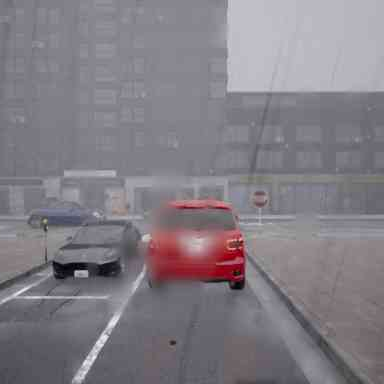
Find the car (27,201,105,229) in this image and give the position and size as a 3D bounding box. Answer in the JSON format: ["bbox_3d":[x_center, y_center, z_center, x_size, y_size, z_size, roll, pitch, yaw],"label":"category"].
[{"bbox_3d":[-7.588,1.366,20.657,4.553,1.767,2.097,0,0,-1],"label":"car"}]

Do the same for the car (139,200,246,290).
[{"bbox_3d":[0.132,1.221,9.230,2.150,2.045,5.566,0,0,1],"label":"car"}]

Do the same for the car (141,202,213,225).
[{"bbox_3d":[-1.027,1.482,23.602,4.902,1.511,2.128,0,0,0],"label":"car"}]

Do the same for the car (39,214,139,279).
[{"bbox_3d":[-2.615,1.565,10.055,1.947,1.339,4.313,0,0,0],"label":"car"}]
